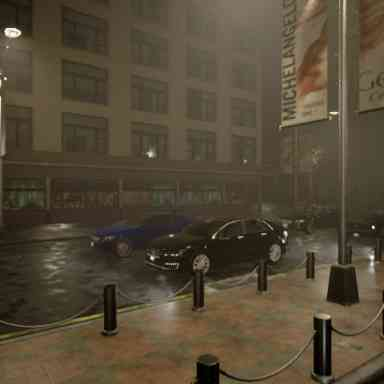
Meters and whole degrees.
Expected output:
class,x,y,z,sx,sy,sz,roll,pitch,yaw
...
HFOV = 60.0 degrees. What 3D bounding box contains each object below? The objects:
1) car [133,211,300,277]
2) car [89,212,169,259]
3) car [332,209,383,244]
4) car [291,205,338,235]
class,x,y,z,sx,sy,sz,roll,pitch,yaw
car,0.918,1.500,10.195,4.892,1.490,1.837,0,0,-36
car,-1.514,1.522,12.764,4.674,1.442,1.812,0,0,-35
car,9.076,1.589,16.036,4.718,1.301,1.895,0,0,-35
car,6.851,1.480,18.746,4.902,1.511,2.128,0,0,-35
